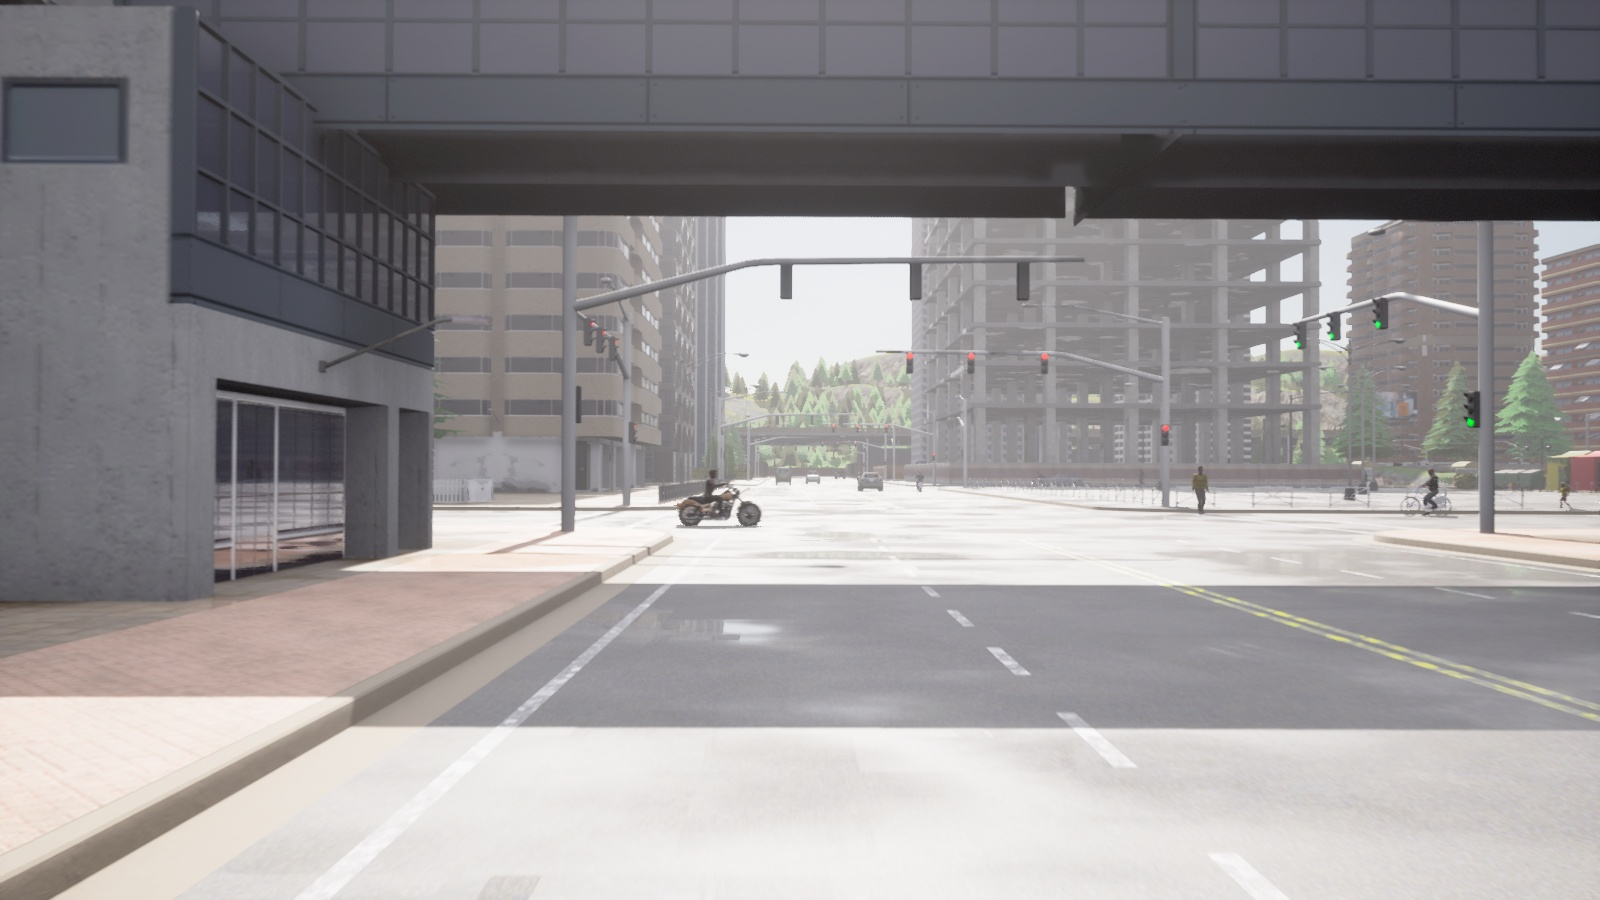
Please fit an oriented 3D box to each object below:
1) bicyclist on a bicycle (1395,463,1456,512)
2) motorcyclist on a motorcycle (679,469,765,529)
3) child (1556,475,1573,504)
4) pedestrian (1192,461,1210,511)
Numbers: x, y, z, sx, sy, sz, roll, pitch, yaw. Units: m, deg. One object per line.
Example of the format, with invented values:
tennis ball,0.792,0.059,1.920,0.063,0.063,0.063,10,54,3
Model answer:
bicyclist on a bicycle,22.701,1.358,45.593,1.843,1.776,0.659,0,-1,0
motorcyclist on a motorcycle,-2.160,1.357,34.843,2.350,1.649,0.766,0,-1,-1
child,30.371,1.567,49.894,0.473,1.160,0.299,0,-1,11
pedestrian,14.765,1.330,46.275,0.431,1.840,0.709,0,-1,2
